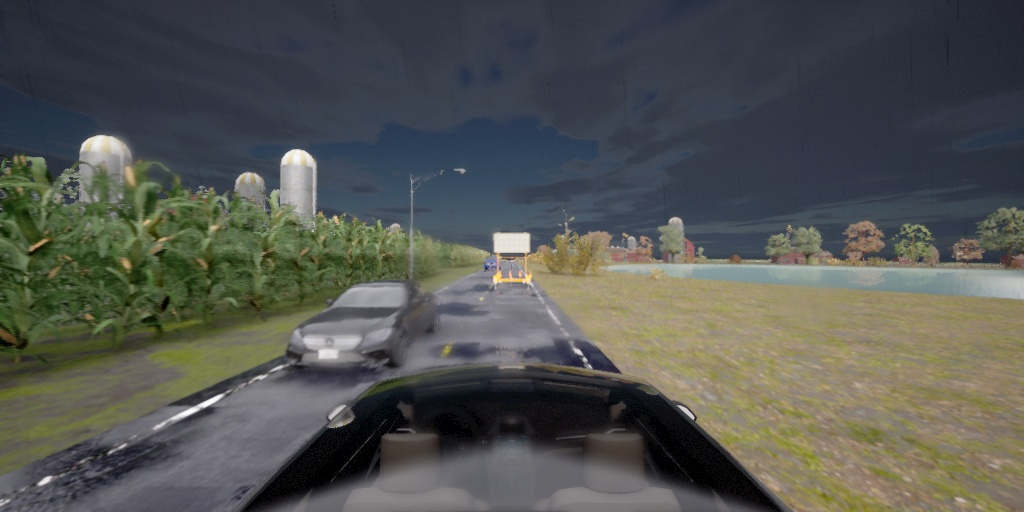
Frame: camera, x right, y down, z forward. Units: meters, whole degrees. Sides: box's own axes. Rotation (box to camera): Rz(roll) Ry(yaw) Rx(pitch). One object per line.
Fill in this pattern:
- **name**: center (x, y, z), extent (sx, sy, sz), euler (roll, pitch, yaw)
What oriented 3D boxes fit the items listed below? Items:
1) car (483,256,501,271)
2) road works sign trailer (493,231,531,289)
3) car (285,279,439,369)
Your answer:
- **car**: center (-2.812, 1.006, 51.391), extent (2.150, 2.045, 5.566), euler (0, 0, 0)
- **road works sign trailer**: center (0.000, 0.213, 23.099), extent (2.380, 3.560, 2.880), euler (0, 0, 0)
- **car**: center (-2.850, 1.272, 7.907), extent (1.812, 1.442, 4.674), euler (0, 0, 0)
